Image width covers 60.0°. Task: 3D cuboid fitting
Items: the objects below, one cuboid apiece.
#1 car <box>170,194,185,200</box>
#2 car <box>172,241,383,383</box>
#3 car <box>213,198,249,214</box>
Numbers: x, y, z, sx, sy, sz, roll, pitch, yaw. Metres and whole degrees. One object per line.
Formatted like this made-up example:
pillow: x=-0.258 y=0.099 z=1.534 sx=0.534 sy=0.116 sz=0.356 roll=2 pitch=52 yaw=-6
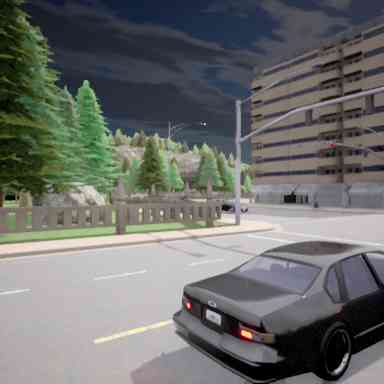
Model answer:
car: x=-2.667 y=1.481 z=49.561 sx=2.033 sy=1.411 sz=5.357 roll=0 pitch=0 yaw=-13
car: x=2.312 y=1.545 z=5.437 sx=5.357 sy=1.411 sz=2.033 roll=0 pitch=0 yaw=-35
car: x=3.878 y=1.424 z=34.919 sx=2.128 sy=1.511 sz=4.902 roll=0 pitch=0 yaw=-32
